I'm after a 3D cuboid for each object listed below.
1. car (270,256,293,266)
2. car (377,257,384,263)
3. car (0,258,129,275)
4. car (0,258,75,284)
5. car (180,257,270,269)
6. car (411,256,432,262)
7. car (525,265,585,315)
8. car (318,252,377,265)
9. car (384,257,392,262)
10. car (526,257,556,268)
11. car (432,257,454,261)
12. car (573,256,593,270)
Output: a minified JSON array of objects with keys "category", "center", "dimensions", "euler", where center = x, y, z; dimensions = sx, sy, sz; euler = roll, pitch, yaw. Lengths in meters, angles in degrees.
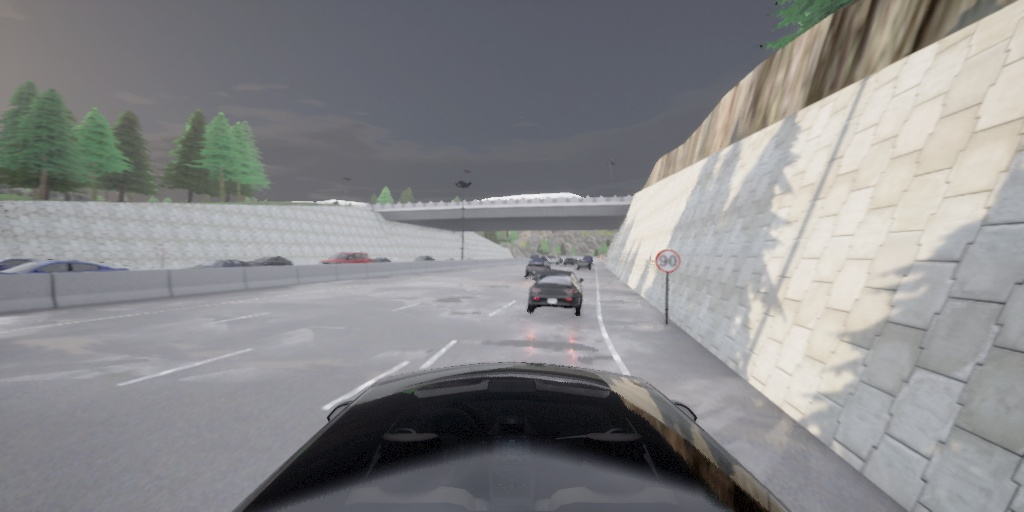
[{"category":"car","center":[-25.386,0.802,37.490],"dimensions":[1.837,1.490,4.892],"euler":[1,0,13]},{"category":"car","center":[-17.270,0.906,41.536],"dimensions":[1.812,1.442,4.674],"euler":[1,0,13]},{"category":"car","center":[-19.766,0.931,15.303],"dimensions":[1.882,1.535,5.008],"euler":[1,0,13]},{"category":"car","center":[-29.273,0.841,20.783],"dimensions":[1.812,1.442,4.674],"euler":[1,0,13]},{"category":"car","center":[-20.908,0.945,25.889],"dimensions":[2.033,1.411,5.357],"euler":[1,0,13]},{"category":"car","center":[-13.901,0.716,55.955],"dimensions":[2.097,1.767,4.553],"euler":[1,0,13]},{"category":"car","center":[1.724,1.249,13.599],"dimensions":[1.812,1.442,4.674],"euler":[1,0,11]},{"category":"car","center":[-15.528,0.654,33.572],"dimensions":[2.150,2.045,5.566],"euler":[1,0,13]},{"category":"car","center":[-20.809,0.840,56.954],"dimensions":[1.994,1.385,4.181],"euler":[1,0,13]},{"category":"car","center":[2.432,1.149,32.724],"dimensions":[2.128,1.511,4.902],"euler":[1,0,13]},{"category":"car","center":[-10.244,0.934,56.059],"dimensions":[1.812,1.442,4.674],"euler":[1,0,13]},{"category":"car","center":[10.524,1.171,52.181],"dimensions":[2.128,1.511,4.902],"euler":[1,0,13]}]
